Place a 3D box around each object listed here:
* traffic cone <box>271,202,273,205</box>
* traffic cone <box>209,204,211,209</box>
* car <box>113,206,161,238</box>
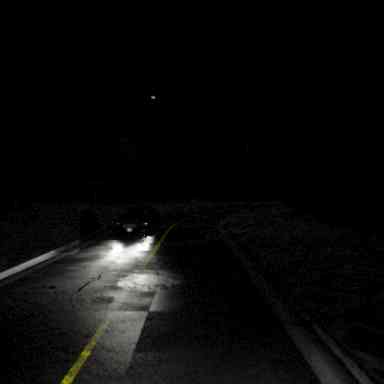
[{"bbox_3d":[15.033,2.050,62.314,0.340,0.580,0.340,0,0,-43],"label":"traffic cone"},{"bbox_3d":[2.532,2.010,45.659,0.340,0.580,0.340,0,0,27],"label":"traffic cone"},{"bbox_3d":[-2.827,1.512,18.004,2.128,1.511,4.902,0,0,3],"label":"car"}]
